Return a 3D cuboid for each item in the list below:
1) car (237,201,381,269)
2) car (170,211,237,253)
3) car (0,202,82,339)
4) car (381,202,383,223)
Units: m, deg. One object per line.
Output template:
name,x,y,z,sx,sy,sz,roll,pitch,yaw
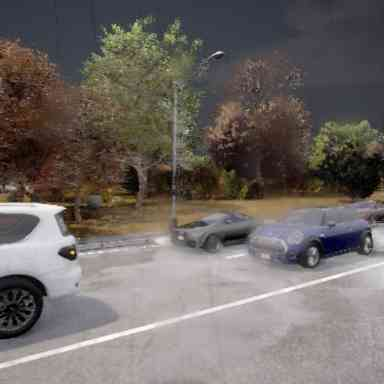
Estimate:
car,3.995,1.268,11.070,4.553,1.767,2.097,-1,1,-35
car,1.213,1.488,13.409,4.181,1.385,1.994,-1,1,-36
car,-4.582,1.204,5.039,5.566,2.045,2.150,0,0,-35
car,10.399,1.233,19.844,4.181,1.385,1.994,-2,1,-35
